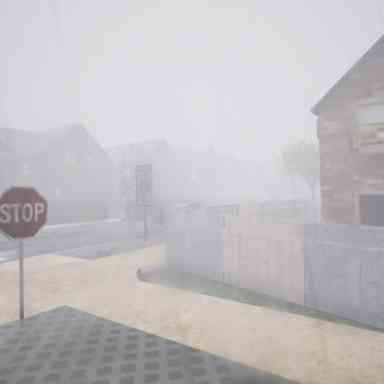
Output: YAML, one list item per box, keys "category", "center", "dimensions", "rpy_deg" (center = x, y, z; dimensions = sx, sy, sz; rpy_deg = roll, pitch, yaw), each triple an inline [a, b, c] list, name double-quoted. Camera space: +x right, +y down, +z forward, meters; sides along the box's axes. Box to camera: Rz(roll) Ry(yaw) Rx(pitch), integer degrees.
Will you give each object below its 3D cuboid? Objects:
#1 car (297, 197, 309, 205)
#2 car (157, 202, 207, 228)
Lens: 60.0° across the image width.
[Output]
- category: "car"
  center: [12.528, 1.277, 37.280]
  dimensions: [1.994, 1.385, 4.181]
  rpy_deg: [-2, -1, 36]
- category: "car"
  center: [0.018, 1.342, 20.286]
  dimensions: [1.882, 1.535, 5.008]
  rpy_deg: [-2, -1, 37]
